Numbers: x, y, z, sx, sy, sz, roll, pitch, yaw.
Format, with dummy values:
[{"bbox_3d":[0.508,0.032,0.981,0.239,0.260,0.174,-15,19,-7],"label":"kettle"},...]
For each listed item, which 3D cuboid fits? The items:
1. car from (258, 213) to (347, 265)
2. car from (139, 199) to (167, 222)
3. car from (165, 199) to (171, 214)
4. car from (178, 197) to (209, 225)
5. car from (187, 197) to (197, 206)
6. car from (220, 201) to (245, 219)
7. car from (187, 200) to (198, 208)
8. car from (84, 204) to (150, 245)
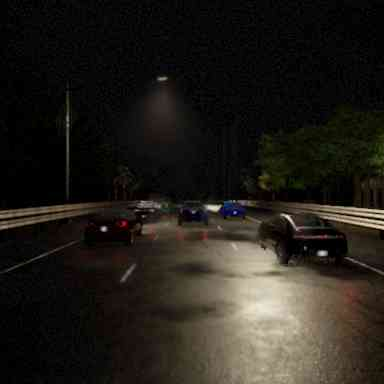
[{"bbox_3d":[3.598,1.480,11.598,2.128,1.511,4.902,0,0,0],"label":"car"},{"bbox_3d":[-3.502,1.573,26.536,2.128,1.511,4.902,0,-1,0],"label":"car"},{"bbox_3d":[-3.504,1.554,37.509,2.097,1.767,4.553,0,-1,0],"label":"car"},{"bbox_3d":[0.069,1.410,24.313,2.097,1.767,4.553,0,-1,0],"label":"car"},{"bbox_3d":[-0.005,2.139,75.094,2.150,2.045,5.566,0,-1,0],"label":"car"},{"bbox_3d":[3.599,1.595,30.218,1.882,1.535,5.008,0,-1,0],"label":"car"},{"bbox_3d":[0.082,2.069,58.834,1.812,1.442,4.674,0,-1,0],"label":"car"},{"bbox_3d":[-3.502,1.505,15.562,2.163,1.488,4.792,0,0,0],"label":"car"}]
